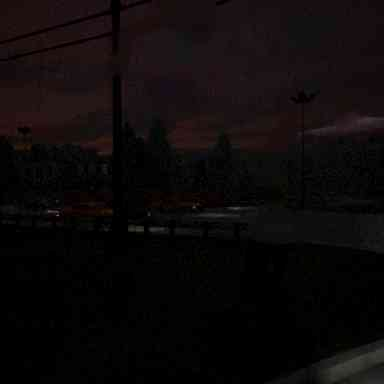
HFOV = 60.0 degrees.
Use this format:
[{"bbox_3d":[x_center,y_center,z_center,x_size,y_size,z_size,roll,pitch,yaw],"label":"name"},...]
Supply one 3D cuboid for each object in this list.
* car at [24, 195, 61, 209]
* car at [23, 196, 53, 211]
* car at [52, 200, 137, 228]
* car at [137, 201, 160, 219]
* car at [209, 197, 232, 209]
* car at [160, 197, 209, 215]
[{"bbox_3d":[-19.764,1.249,43.912,4.553,1.767,2.097,0,0,27],"label":"car"},{"bbox_3d":[-17.803,1.438,38.998,4.674,1.442,1.812,0,0,27],"label":"car"},{"bbox_3d":[-6.320,1.394,21.421,5.008,1.535,1.882,-1,0,27],"label":"car"},{"bbox_3d":[-5.248,1.374,24.801,4.902,1.511,2.128,-1,0,27],"label":"car"},{"bbox_3d":[2.578,1.263,39.342,4.181,1.385,1.994,-1,1,-4],"label":"car"},{"bbox_3d":[-1.370,1.278,30.683,5.008,1.535,1.882,-1,0,27],"label":"car"}]
